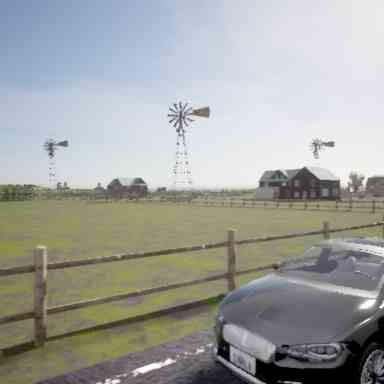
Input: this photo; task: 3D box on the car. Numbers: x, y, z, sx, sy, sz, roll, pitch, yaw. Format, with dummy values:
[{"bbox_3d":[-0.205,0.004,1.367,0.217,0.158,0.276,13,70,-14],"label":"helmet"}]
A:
[{"bbox_3d":[2.496,1.492,4.938,4.902,1.511,2.128,0,0,-36],"label":"car"}]
